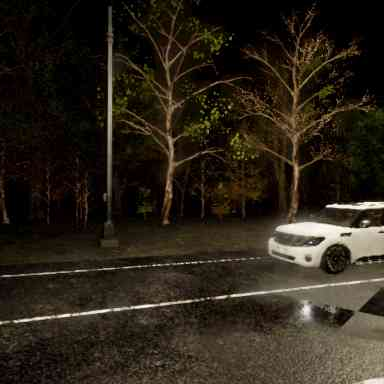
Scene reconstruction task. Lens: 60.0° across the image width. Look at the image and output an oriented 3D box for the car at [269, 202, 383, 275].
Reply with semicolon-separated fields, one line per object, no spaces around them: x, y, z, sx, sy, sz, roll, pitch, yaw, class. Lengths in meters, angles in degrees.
5.214;1.363;10.572;5.566;2.045;2.150;0;0;-19;car
